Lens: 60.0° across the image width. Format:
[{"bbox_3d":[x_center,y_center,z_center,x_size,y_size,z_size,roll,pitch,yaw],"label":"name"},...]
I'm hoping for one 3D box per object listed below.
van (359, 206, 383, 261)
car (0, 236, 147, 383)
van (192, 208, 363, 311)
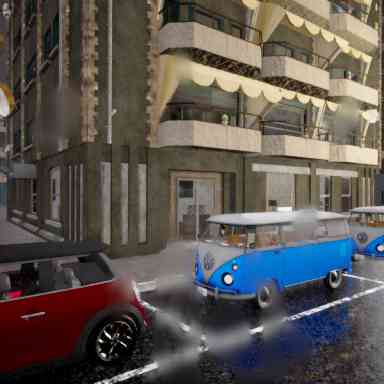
[{"bbox_3d":[6.529,1.345,10.780,3.998,1.788,1.690,0,0,-36],"label":"van"},{"bbox_3d":[-2.722,1.440,4.152,4.097,1.590,1.967,0,0,-36],"label":"car"},{"bbox_3d":[1.904,1.343,7.466,3.998,1.788,1.690,0,0,-36],"label":"van"}]
